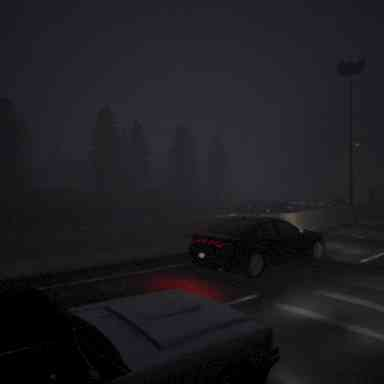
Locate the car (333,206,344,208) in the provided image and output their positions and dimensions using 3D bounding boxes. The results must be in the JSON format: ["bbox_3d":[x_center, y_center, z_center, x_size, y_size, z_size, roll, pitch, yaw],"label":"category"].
[{"bbox_3d":[17.022,1.479,38.495,1.837,1.490,4.892,0,0,31],"label":"car"}]

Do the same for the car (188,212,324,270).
[{"bbox_3d":[2.151,1.479,10.202,5.008,1.535,1.882,0,0,-40],"label":"car"}]

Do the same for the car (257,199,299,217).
[{"bbox_3d":[8.390,1.489,32.143,2.128,1.511,4.902,0,0,37],"label":"car"}]

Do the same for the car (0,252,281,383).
[{"bbox_3d":[-1.389,1.609,2.901,4.718,1.301,1.895,0,0,-36],"label":"car"}]
